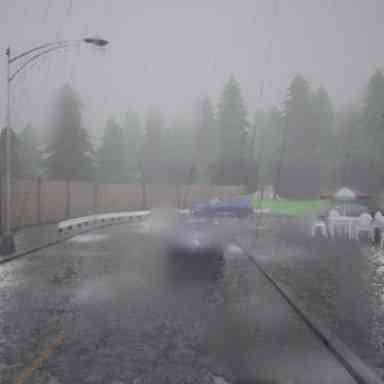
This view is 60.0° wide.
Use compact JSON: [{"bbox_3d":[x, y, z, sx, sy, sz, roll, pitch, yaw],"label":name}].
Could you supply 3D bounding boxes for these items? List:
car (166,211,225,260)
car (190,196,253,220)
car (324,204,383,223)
[{"bbox_3d":[0.097,1.625,12.641,1.994,1.385,4.181,0,0,0],"label":"car"},{"bbox_3d":[2.646,1.361,28.995,5.566,2.045,2.150,0,-1,-20],"label":"car"},{"bbox_3d":[12.909,1.651,26.305,4.674,1.442,1.812,0,0,0],"label":"car"}]
